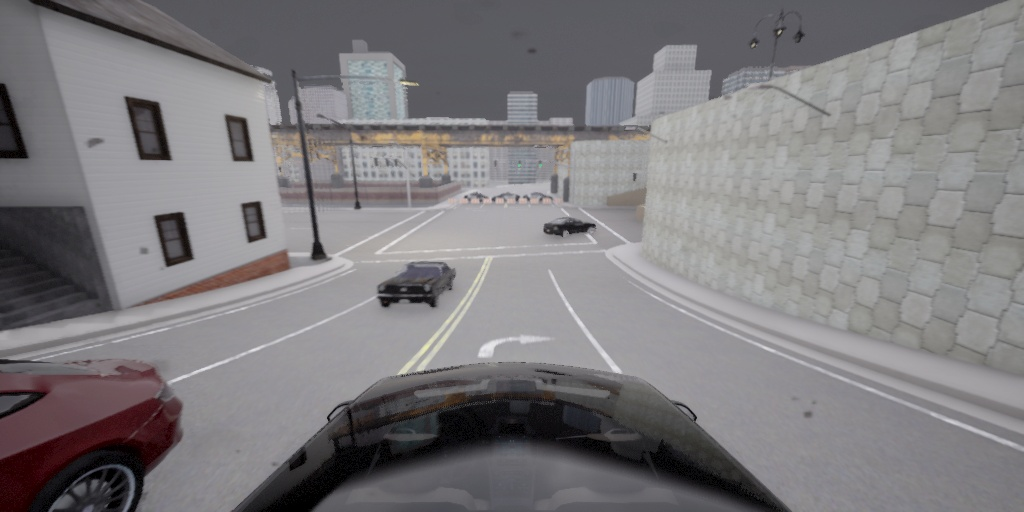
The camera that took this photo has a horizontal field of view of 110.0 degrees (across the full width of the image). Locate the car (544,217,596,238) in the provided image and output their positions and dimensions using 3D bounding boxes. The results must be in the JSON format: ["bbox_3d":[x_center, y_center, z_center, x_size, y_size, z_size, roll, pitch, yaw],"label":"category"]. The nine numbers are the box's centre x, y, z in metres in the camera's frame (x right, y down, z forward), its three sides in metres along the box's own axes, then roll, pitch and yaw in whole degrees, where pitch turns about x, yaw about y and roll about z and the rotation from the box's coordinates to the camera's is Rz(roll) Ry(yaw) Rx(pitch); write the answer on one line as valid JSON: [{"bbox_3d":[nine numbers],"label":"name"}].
[{"bbox_3d":[4.994,-2.566,30.535,5.008,1.535,1.882,-10,15,-34],"label":"car"}]

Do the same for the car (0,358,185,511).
[{"bbox_3d":[-3.636,1.277,1.053,1.812,1.442,4.674,0,0,1],"label":"car"}]

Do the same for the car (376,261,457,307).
[{"bbox_3d":[-3.341,0.908,13.370,1.895,1.301,4.718,0,5,1],"label":"car"}]
